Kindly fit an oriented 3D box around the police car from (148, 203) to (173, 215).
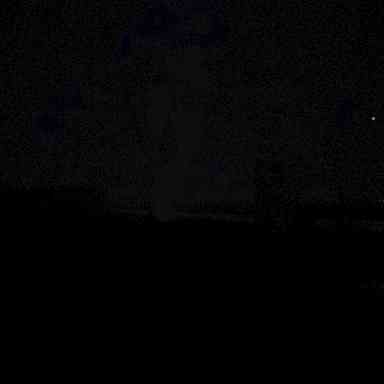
[{"bbox_3d":[-4.494,2.340,47.630,1.930,1.638,5.238,-2,0,-36],"label":"police car"}]
